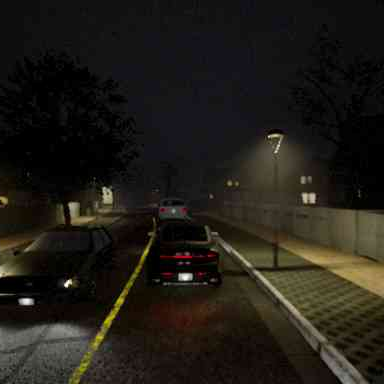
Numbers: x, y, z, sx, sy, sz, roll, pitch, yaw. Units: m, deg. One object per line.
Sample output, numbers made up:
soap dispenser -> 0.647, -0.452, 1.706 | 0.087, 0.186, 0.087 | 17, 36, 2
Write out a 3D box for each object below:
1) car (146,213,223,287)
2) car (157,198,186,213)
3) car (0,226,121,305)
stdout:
car -> -0.243, 1.583, 9.598 | 1.837, 1.490, 4.892 | 0, 0, -2
car -> -1.714, 1.541, 27.988 | 2.150, 2.045, 5.566 | 0, -1, -6
car -> -3.086, 1.615, 8.644 | 2.033, 1.411, 5.357 | 0, -1, -2
